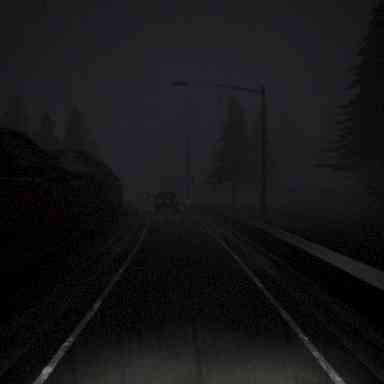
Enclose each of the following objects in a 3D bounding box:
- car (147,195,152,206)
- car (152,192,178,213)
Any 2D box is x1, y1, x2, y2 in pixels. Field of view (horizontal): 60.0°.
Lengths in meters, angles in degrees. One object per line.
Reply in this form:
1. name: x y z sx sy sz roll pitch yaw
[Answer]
1. car: -5.467 1.178 48.184 1.812 1.442 4.674 0 1 -13
2. car: -2.667 0.977 33.952 2.150 2.045 5.566 0 1 -9
